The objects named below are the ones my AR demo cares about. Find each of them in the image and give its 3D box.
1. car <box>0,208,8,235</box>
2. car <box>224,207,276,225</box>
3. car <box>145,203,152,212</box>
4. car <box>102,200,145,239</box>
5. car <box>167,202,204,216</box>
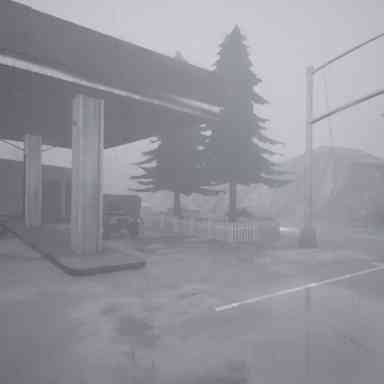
[{"bbox_3d":[-11.638,1.520,18.489,2.242,1.667,4.611,1,0,-36],"label":"car"},{"bbox_3d":[4.208,1.812,24.881,1.994,1.385,4.181,1,0,-35],"label":"car"},{"bbox_3d":[-6.579,1.648,40.204,1.812,1.442,4.674,1,0,-35],"label":"car"},{"bbox_3d":[-4.507,1.444,18.283,1.905,1.878,3.866,1,0,-36],"label":"car"},{"bbox_3d":[-0.711,1.717,31.878,1.812,1.442,4.674,1,0,-35],"label":"car"}]
